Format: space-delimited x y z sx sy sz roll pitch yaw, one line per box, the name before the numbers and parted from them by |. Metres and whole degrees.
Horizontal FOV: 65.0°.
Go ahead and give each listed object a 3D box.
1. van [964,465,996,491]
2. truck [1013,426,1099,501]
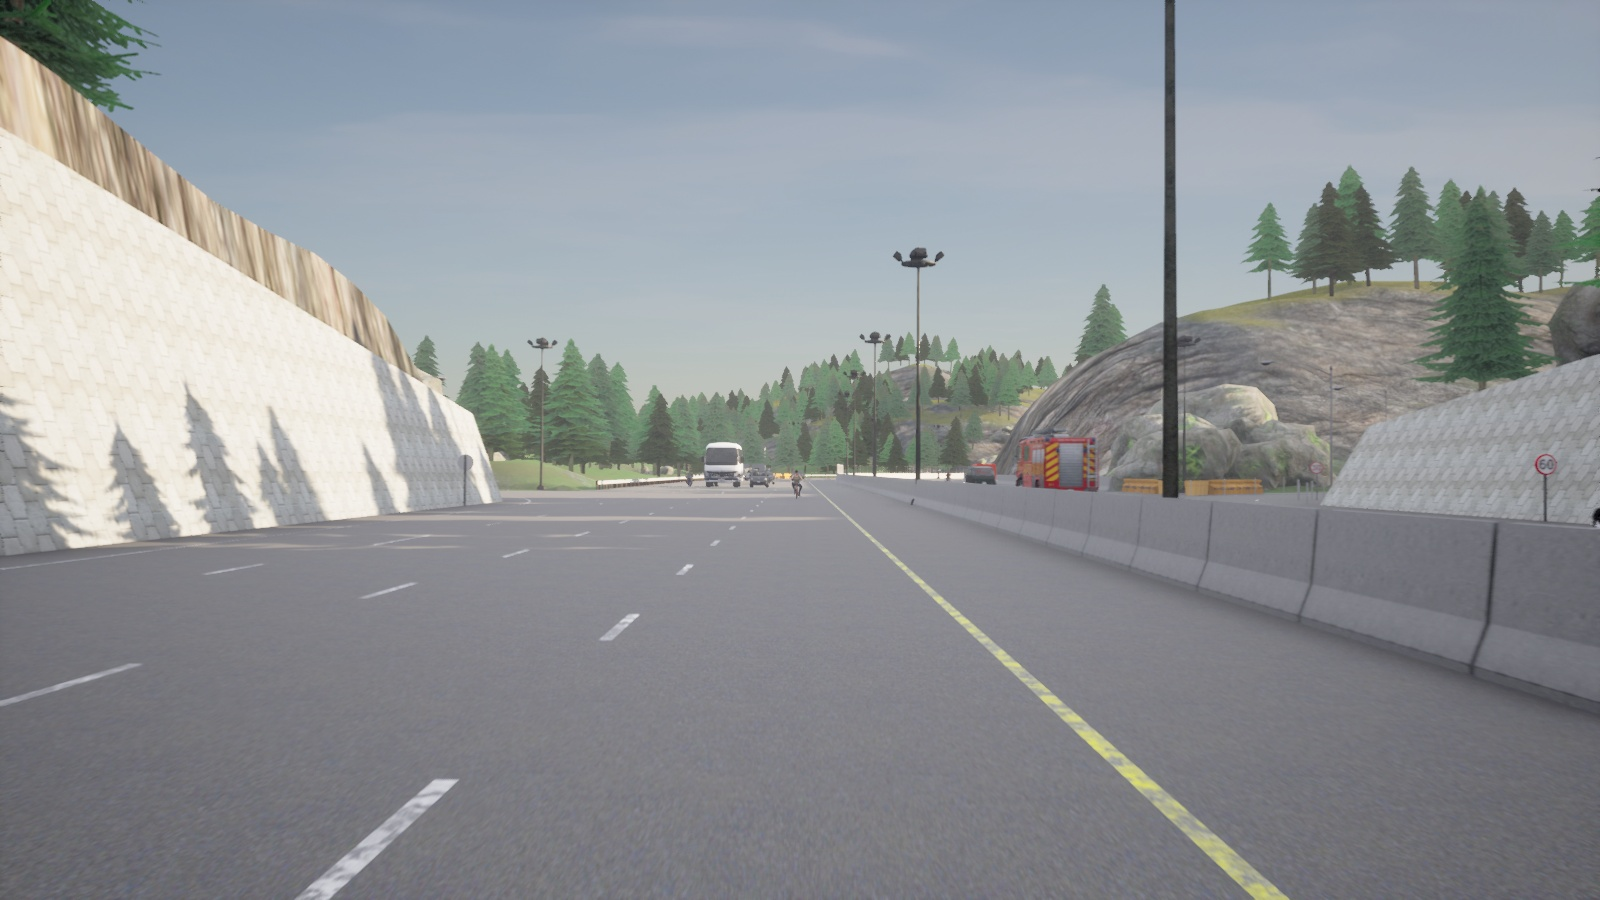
van | 13.765 2.126 96.330 1.775 1.987 4.442 0 -1 0
truck | 13.829 0.743 68.585 2.891 3.827 8.468 0 -1 0
